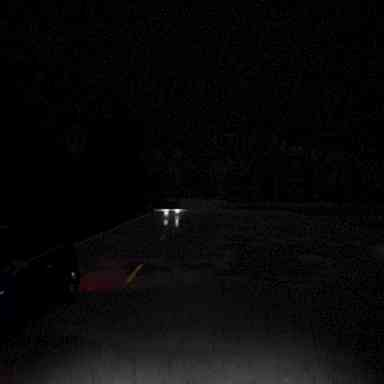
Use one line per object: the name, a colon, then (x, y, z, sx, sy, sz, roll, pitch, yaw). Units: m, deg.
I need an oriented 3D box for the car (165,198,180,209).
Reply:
car: (-2.729, 1.632, 46.895, 1.812, 1.442, 4.674, 0, 0, 1)

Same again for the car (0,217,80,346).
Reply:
car: (-3.529, 1.376, 5.395, 2.097, 1.767, 4.553, 0, 0, 1)

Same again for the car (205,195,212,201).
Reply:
car: (4.554, 1.633, 93.548, 1.816, 1.474, 4.193, -6, 0, -1)
